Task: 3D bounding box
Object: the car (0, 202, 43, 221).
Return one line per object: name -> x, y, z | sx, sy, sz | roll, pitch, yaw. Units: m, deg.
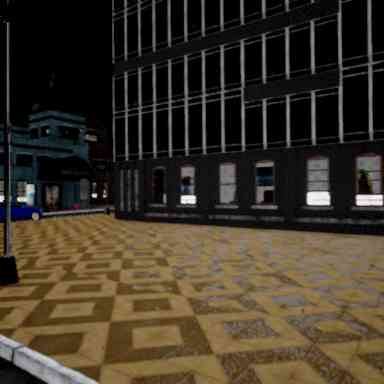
car -> -13.457, 1.433, 24.203 | 1.882, 1.535, 5.008 | -1, 0, 35
